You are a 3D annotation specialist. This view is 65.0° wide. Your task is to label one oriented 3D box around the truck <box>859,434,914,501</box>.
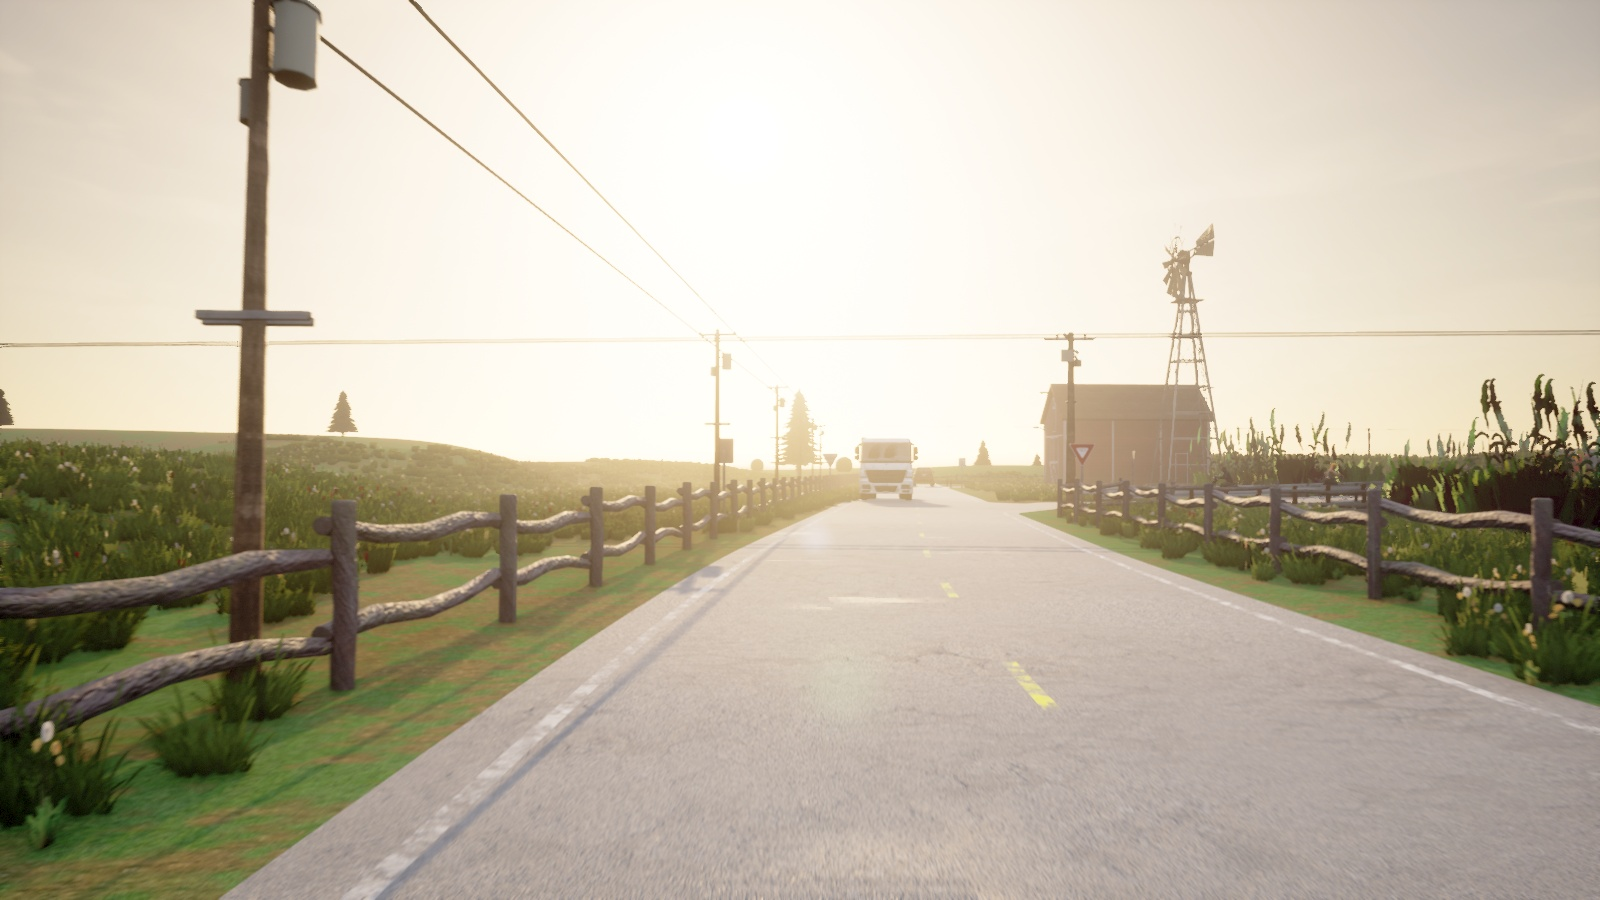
[{"bbox_3d":[4.885,0.985,69.983,2.891,3.462,7.936,0,-1,5],"label":"truck"}]
